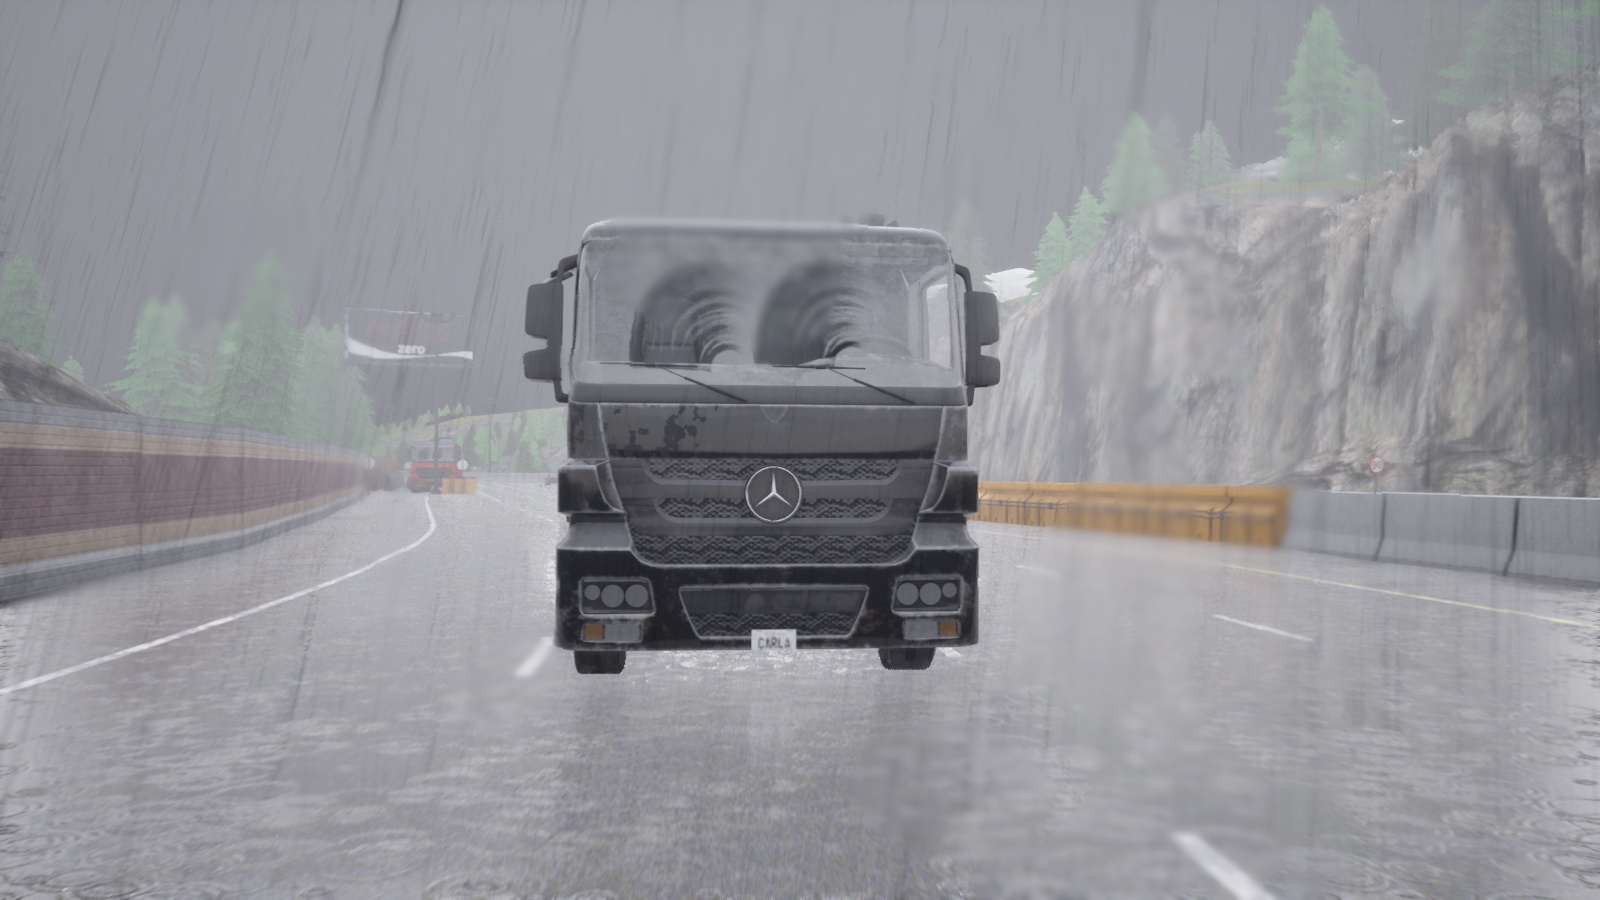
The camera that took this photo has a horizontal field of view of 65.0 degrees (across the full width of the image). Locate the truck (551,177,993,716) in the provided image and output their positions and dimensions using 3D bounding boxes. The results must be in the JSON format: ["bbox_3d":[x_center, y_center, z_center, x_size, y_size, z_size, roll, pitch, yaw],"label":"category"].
[{"bbox_3d":[-0.591,0.039,12.163,2.891,3.462,7.936,0,-1,-6],"label":"truck"}]

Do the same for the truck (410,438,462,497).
[{"bbox_3d":[-24.838,1.190,86.112,2.891,3.827,8.468,0,-1,-13],"label":"truck"}]
